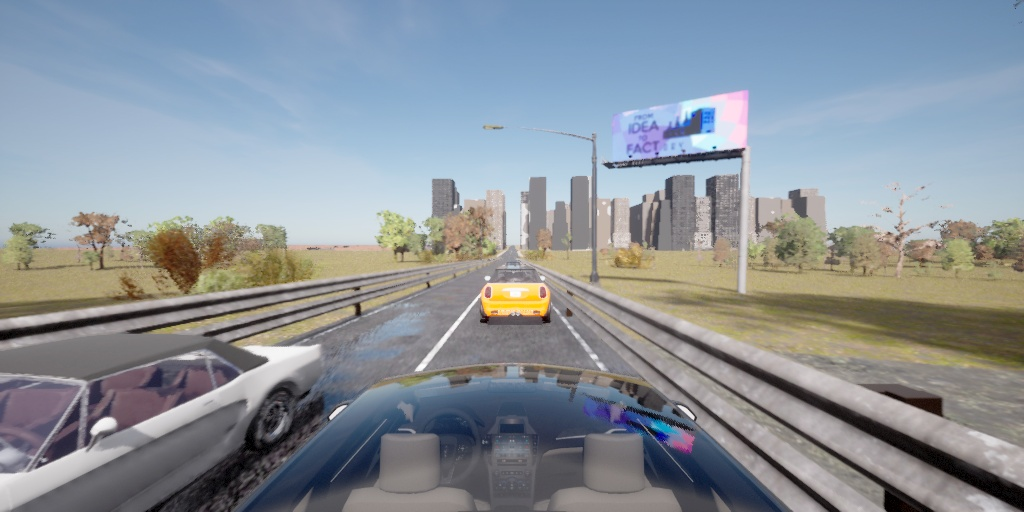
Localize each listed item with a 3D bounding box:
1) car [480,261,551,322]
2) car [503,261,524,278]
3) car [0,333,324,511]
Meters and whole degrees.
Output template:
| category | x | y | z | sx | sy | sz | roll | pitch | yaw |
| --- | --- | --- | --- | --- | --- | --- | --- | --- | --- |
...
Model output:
| category | x | y | z | sx | sy | sz | roll | pitch | yaw |
| --- | --- | --- | --- | --- | --- | --- | --- | --- | --- |
| car | 0.105 | 1.096 | 12.319 | 2.097 | 1.767 | 4.553 | 0 | 0 | 0 |
| car | 0.110 | 1.237 | 34.087 | 1.837 | 1.490 | 4.892 | 0 | 0 | 0 |
| car | -3.348 | 1.351 | 2.377 | 1.895 | 1.301 | 4.718 | 0 | 0 | 0 |
